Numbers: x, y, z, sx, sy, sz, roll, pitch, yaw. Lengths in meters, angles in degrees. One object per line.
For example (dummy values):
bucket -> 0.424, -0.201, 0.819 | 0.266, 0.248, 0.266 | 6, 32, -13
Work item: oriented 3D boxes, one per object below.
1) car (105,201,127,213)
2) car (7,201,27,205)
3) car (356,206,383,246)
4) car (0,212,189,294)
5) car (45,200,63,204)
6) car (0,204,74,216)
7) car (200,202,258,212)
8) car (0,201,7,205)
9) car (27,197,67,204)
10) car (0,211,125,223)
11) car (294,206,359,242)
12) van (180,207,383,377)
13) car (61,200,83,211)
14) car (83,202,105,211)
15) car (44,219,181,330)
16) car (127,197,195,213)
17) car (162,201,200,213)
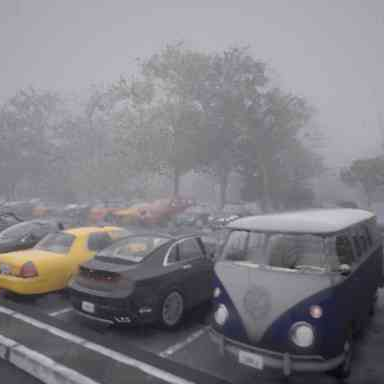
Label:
car -> -3.945, 1.662, 26.023 | 2.097, 1.535, 5.008 | -1, 0, 36
car -> -15.279, 1.505, 34.112 | 2.435, 2.045, 5.566 | 0, 0, 36
car -> 9.635, 1.535, 16.284 | 2.097, 1.535, 5.008 | -1, 0, 36
car -> -2.399, 1.577, 9.041 | 1.946, 1.575, 5.366 | -1, 0, 36
car -> -10.734, 1.759, 30.890 | 2.002, 1.452, 4.674 | 0, 0, 36
car -> -7.050, 1.498, 12.110 | 2.185, 1.767, 4.553 | -1, 0, 36
car -> 2.861, 1.475, 21.175 | 2.185, 1.767, 4.553 | -1, 0, 36
car -> -17.510, 1.802, 35.782 | 2.163, 1.488, 4.792 | 0, 0, 36
car -> -13.018, 1.612, 32.486 | 2.185, 1.767, 4.553 | 0, 0, 36
car -> -4.765, 1.603, 10.517 | 2.231, 1.521, 4.892 | -1, 0, 36
car -> 7.351, 1.586, 17.879 | 2.163, 1.488, 4.792 | -1, 0, 36
van -> 1.947, 1.311, 5.552 | 1.878, 1.987, 4.442 | -1, 0, 36
car -> -8.476, 1.701, 29.261 | 2.097, 1.535, 5.008 | 0, 0, 36
car -> -6.230, 1.556, 27.617 | 2.185, 1.767, 4.553 | -1, 0, 36
car -> -0.249, 1.560, 7.263 | 2.231, 1.521, 4.892 | -1, 0, 36
car -> -1.700, 1.390, 24.374 | 2.435, 2.045, 5.566 | -1, 0, 36
car -> 0.583, 1.623, 22.778 | 2.231, 1.521, 4.892 | -1, 0, 36
